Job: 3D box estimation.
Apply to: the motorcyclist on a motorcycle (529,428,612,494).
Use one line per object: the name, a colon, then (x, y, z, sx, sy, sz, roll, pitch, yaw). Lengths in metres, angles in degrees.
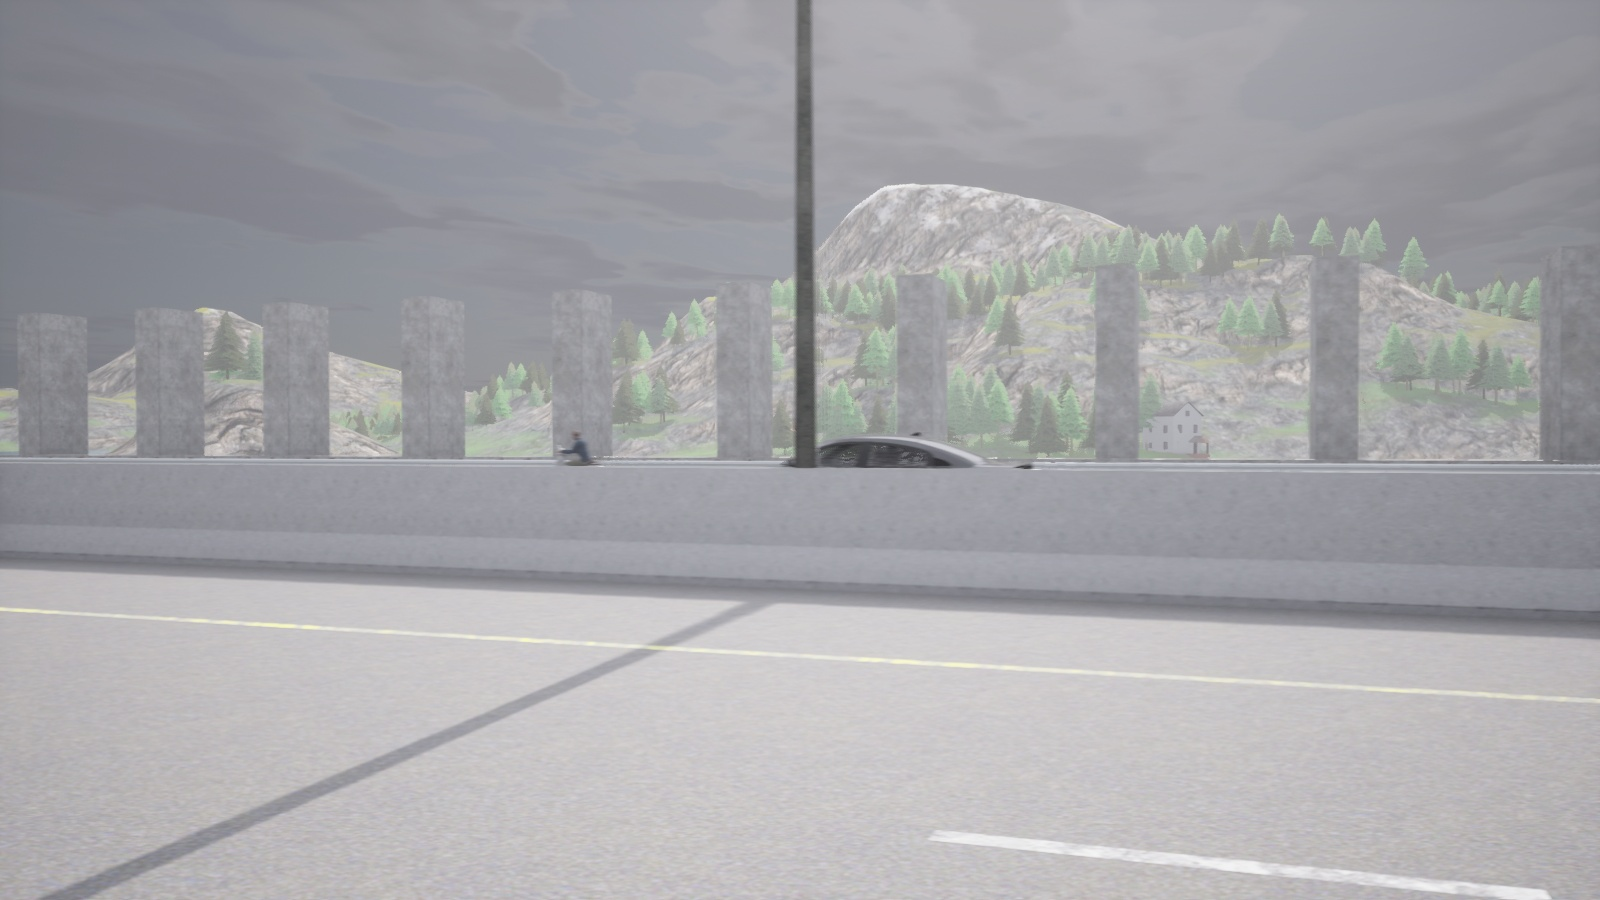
motorcyclist on a motorcycle: (-5.682, 0.263, 31.082, 1.817, 1.590, 0.866, 1, 1, 19)

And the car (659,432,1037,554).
car: (0.685, 0.524, 17.742, 5.008, 1.535, 1.882, 1, 1, 19)
